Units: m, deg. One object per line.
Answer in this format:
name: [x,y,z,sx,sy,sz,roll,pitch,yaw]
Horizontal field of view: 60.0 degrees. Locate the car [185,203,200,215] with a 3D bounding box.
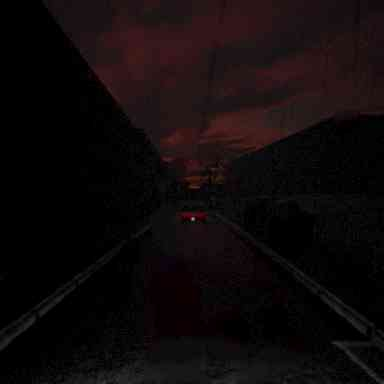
car: [0.086,2.169,43.520,1.812,1.442,4.674,0,-2,0]

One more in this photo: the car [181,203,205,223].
car: [0.082,1.778,27.033,1.895,1.301,4.718,0,-1,0]
